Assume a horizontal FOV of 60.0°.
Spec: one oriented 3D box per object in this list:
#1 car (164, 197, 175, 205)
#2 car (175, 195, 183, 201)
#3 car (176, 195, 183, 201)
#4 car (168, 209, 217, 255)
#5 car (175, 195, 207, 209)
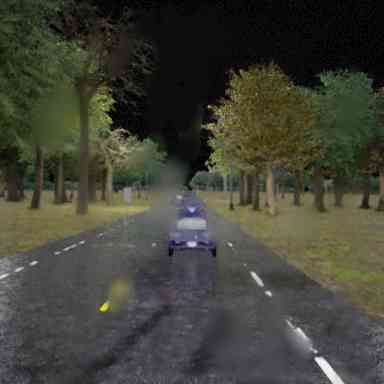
[{"bbox_3d":[-4.498,1.829,66.004,1.882,1.535,5.008,0,0,-6],"label":"car"},{"bbox_3d":[-3.337,1.621,85.185,1.812,1.442,4.674,0,0,-2],"label":"car"},{"bbox_3d":[-3.474,1.578,92.695,1.837,1.490,4.892,0,0,0],"label":"car"},{"bbox_3d":[0.028,1.670,13.897,1.812,1.442,4.674,0,0,1],"label":"car"},{"bbox_3d":[0.017,1.494,27.555,2.150,2.045,5.566,0,0,0],"label":"car"}]
